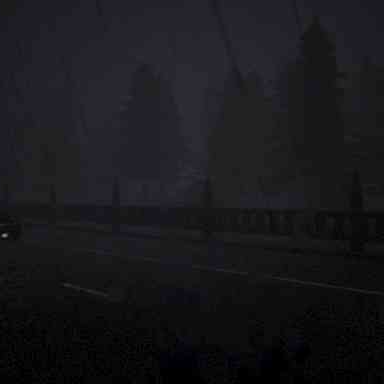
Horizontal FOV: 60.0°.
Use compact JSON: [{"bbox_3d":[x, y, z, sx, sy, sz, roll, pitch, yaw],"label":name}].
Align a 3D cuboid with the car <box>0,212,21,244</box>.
[{"bbox_3d":[-9.679,1.583,15.100,4.902,1.511,2.128,0,0,35],"label":"car"}]
